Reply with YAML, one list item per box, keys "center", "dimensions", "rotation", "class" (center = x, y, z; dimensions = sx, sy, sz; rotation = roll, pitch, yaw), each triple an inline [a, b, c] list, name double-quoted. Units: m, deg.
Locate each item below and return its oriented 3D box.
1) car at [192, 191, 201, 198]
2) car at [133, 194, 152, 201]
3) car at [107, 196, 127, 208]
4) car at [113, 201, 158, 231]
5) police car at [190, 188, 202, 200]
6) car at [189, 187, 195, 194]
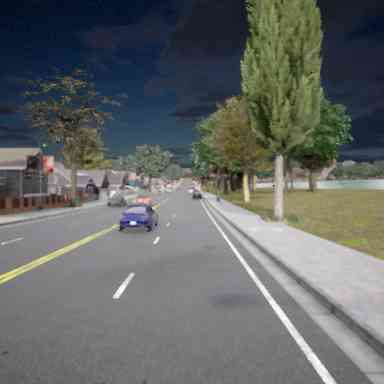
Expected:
- center: [1.020, 0.504, 76.000]
  dimensions: [1.837, 1.490, 4.892]
  rotation: [0, 1, 0]
  class: "car"
- center: [-6.556, 1.092, 44.150]
  dimensions: [2.097, 1.767, 4.553]
  rotation: [0, 1, 0]
  class: "car"
- center: [-9.809, 1.252, 43.646]
  dimensions: [1.837, 1.490, 4.892]
  rotation: [0, 1, 0]
  class: "car"
- center: [-3.136, 1.482, 19.989]
  dimensions: [1.812, 1.442, 4.674]
  rotation: [0, 0, 0]
  class: "car"
- center: [1.015, 0.679, 66.111]
  dimensions: [1.930, 1.638, 5.238]
  rotation: [0, 1, 0]
  class: "police car"
- center: [1.023, 0.208, 81.967]
  dimensions: [2.097, 1.767, 4.553]
  rotation: [0, 1, 0]
  class: "car"
